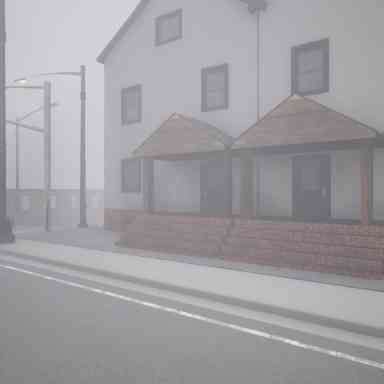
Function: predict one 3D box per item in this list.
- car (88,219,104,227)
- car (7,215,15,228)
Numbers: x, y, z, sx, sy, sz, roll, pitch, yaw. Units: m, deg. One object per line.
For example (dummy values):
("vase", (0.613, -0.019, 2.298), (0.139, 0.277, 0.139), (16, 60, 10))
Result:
("car", (-9.136, 3.758, 36.138), (2.097, 1.767, 4.553), (0, -11, 35))
("car", (-16.275, 2.097, 26.257), (1.994, 1.385, 4.181), (0, -8, 36))
